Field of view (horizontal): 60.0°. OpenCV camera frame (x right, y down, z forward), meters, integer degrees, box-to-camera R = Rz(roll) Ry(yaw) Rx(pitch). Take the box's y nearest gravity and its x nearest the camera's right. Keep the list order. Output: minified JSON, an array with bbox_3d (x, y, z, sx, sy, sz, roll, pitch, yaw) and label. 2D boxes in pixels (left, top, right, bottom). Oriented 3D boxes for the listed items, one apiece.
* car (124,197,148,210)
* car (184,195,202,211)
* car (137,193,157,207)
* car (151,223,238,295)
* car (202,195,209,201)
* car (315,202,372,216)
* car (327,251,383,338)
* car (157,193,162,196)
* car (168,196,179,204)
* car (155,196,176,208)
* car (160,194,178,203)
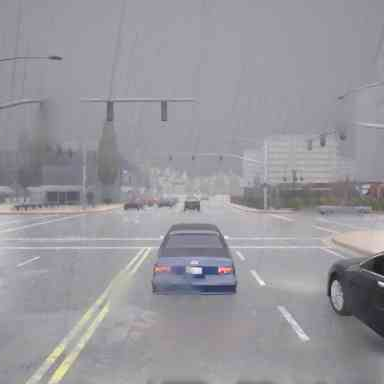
[{"bbox_3d":[-7.286,1.601,42.226,1.895,1.301,4.718,0,0,1],"label":"car"},{"bbox_3d":[-0.008,1.477,41.196,1.882,1.535,5.008,0,0,1],"label":"car"},{"bbox_3d":[-7.260,1.221,51.870,2.150,2.045,5.566,0,0,0],"label":"car"},{"bbox_3d":[0.054,1.547,8.855,2.033,1.411,5.357,0,0,0],"label":"car"},{"bbox_3d":[3.222,1.552,84.534,1.994,1.385,4.181,0,0,0],"label":"car"},{"bbox_3d":[14.343,1.601,31.778,4.718,1.301,1.895,0,0,1],"label":"car"},{"bbox_3d":[3.547,1.505,4.610,1.837,1.490,4.892,0,0,0],"label":"car"},{"bbox_3d":[-7.264,1.352,61.797,2.097,1.767,4.553,0,0,0],"label":"car"},{"bbox_3d":[-3.748,1.564,66.670,1.994,1.385,4.181,0,0,0],"label":"car"},{"bbox_3d":[-3.755,1.601,47.532,1.895,1.301,4.718,0,0,0],"label":"car"},{"bbox_3d":[-3.771,1.491,56.803,2.128,1.511,4.902,0,0,0],"label":"car"}]
